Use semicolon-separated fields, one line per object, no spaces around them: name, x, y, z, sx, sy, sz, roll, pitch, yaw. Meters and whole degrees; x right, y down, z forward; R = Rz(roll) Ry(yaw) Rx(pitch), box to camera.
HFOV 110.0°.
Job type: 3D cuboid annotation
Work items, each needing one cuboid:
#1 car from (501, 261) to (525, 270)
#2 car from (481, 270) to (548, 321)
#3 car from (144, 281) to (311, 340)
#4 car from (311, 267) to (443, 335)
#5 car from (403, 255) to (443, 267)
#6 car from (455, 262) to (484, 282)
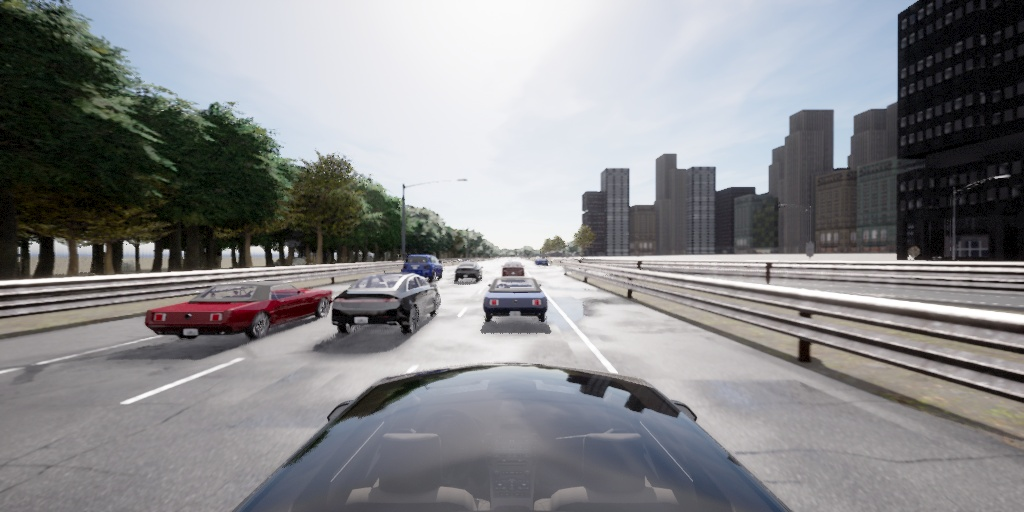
car;0.098;1.189;30.229;1.882;1.535;5.008;0;0;0
car;0.098;1.343;12.361;1.895;1.301;4.718;0;0;0
car;-6.903;1.346;9.931;1.895;1.301;4.718;0;0;0
car;-3.402;1.236;10.519;2.128;1.511;4.902;0;0;0
car;-6.900;0.938;28.197;2.150;2.045;5.566;0;0;0
car;-3.402;1.220;28.681;1.837;1.490;4.892;0;0;0
